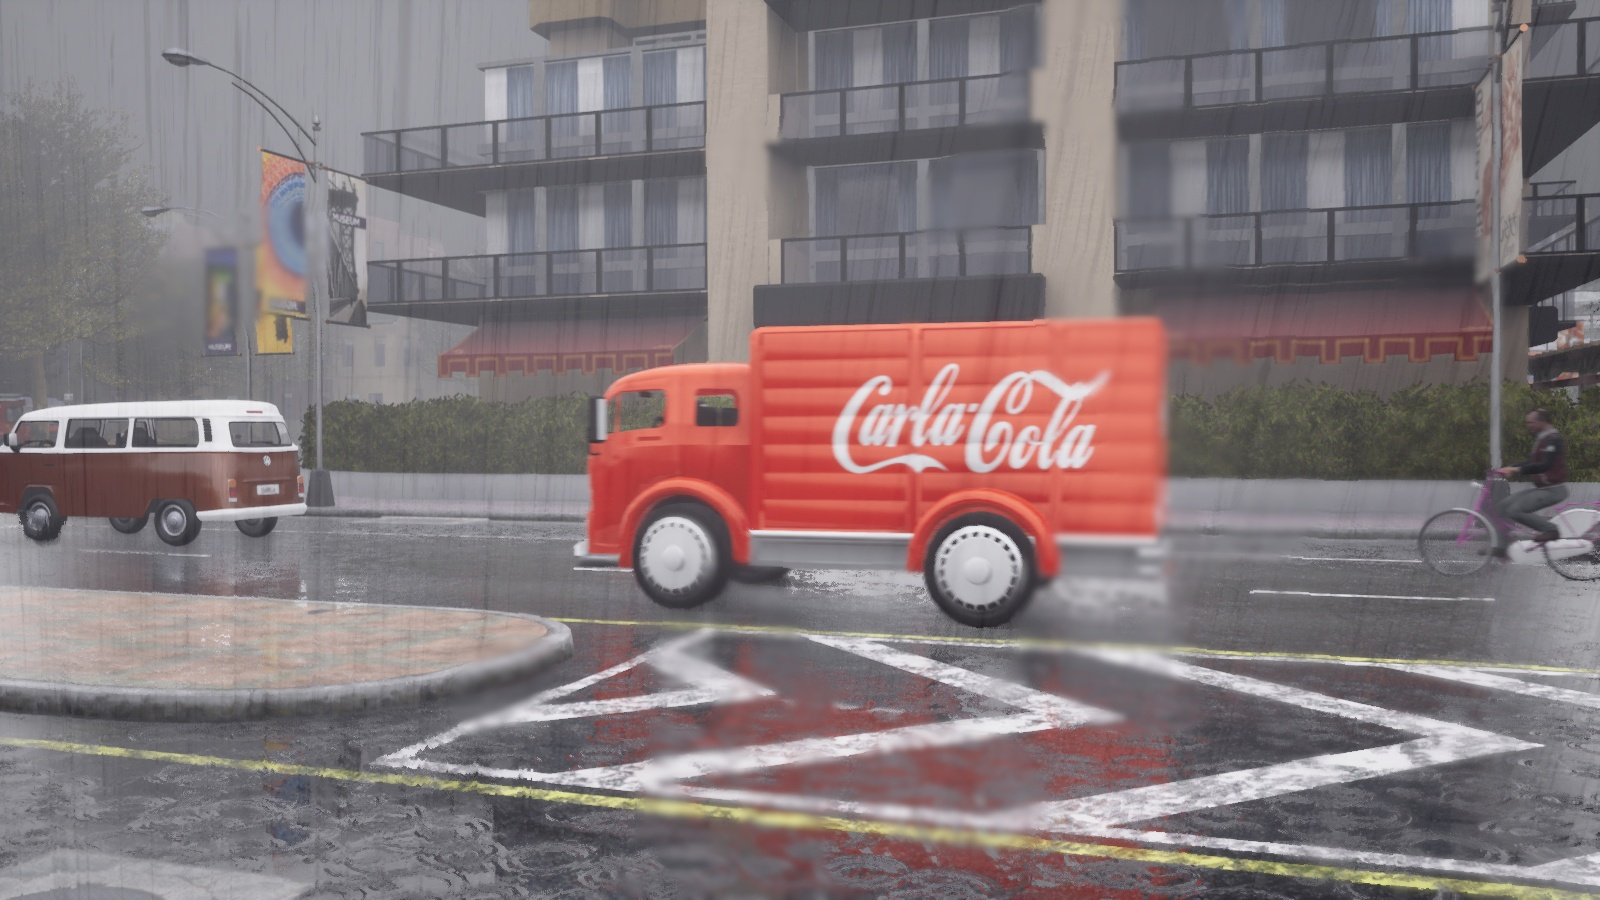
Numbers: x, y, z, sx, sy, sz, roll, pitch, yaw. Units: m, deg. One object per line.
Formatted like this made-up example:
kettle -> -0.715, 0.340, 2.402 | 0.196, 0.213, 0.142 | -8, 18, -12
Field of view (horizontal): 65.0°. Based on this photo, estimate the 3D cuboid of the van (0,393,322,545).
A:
van -> -9.596, 0.222, 18.508 | 4.480, 2.038, 2.069 | 1, 1, 19

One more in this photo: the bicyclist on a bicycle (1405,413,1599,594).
bicyclist on a bicycle -> 7.272, 0.518, 12.877 | 1.843, 1.776, 0.659 | 1, 1, 19

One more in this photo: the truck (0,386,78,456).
truck -> -45.082, -1.619, 70.636 | 8.468, 3.827, 2.891 | 1, 1, 19

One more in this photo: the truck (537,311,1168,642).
truck -> 0.575, 0.160, 11.430 | 5.204, 2.467, 2.627 | 1, 1, 19
